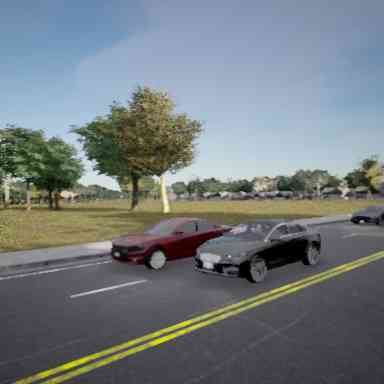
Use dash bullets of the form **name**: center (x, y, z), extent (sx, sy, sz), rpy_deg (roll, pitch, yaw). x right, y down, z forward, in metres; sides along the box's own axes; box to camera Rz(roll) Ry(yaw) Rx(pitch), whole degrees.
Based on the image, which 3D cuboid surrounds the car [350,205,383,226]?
- **car**: center (14.084, 1.727, 25.550), extent (5.357, 1.411, 2.033), rpy_deg (0, -1, -42)

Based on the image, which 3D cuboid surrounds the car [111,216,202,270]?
- **car**: center (-0.527, 1.694, 12.178), extent (5.008, 1.535, 1.882), rpy_deg (0, -1, -43)

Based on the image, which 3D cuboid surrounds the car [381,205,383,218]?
- **car**: center (14.455, 1.597, 21.505), extent (4.902, 1.511, 2.128), rpy_deg (0, -1, -42)

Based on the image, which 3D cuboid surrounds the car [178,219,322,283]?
- **car**: center (2.214, 1.627, 10.284), extent (4.902, 1.511, 2.128), rpy_deg (0, -1, -43)
